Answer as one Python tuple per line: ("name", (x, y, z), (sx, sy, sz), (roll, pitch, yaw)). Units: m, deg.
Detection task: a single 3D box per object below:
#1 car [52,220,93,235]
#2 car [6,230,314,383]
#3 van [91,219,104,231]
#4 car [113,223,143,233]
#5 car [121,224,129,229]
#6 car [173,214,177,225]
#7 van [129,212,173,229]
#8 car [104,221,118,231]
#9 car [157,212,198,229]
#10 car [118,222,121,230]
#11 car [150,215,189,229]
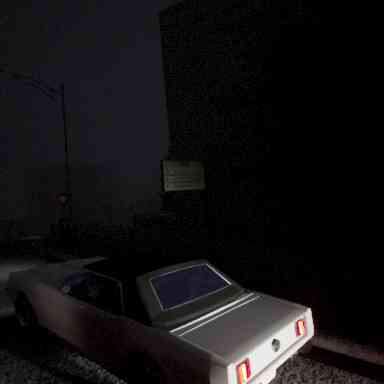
("car", (-14.556, 4.464, 40.012), (1.895, 1.301, 4.718), (-7, -6, 23))
("car", (-0.896, 1.563, 4.835), (4.718, 1.301, 1.895), (1, 1, 41))
("van", (-15.880, 5.165, 49.222), (4.442, 1.987, 1.878), (-7, -7, 21))
("car", (-11.501, 6.398, 59.544), (4.792, 1.488, 2.163), (-7, -8, 21))
("car", (-8.812, 5.581, 54.106), (2.033, 1.411, 5.357), (-7, -8, 22))
("car", (-4.227, 4.113, 44.875), (4.792, 1.488, 2.163), (-7, -7, 21))
("van", (-5.206, 3.640, 42.296), (4.442, 1.987, 1.878), (-7, -7, 21))
("car", (-14.722, 5.606, 51.718), (5.008, 1.535, 2.097), (-7, -7, 21))
("car", (-2.213, 4.322, 50.069), (5.566, 2.045, 2.435), (-7, -8, 21))
("car", (-12.749, 6.135, 57.051), (5.366, 1.575, 1.946), (-7, -8, 21))
("car", (-3.196, 4.323, 47.505), (5.008, 1.535, 2.097), (-7, -8, 21))
